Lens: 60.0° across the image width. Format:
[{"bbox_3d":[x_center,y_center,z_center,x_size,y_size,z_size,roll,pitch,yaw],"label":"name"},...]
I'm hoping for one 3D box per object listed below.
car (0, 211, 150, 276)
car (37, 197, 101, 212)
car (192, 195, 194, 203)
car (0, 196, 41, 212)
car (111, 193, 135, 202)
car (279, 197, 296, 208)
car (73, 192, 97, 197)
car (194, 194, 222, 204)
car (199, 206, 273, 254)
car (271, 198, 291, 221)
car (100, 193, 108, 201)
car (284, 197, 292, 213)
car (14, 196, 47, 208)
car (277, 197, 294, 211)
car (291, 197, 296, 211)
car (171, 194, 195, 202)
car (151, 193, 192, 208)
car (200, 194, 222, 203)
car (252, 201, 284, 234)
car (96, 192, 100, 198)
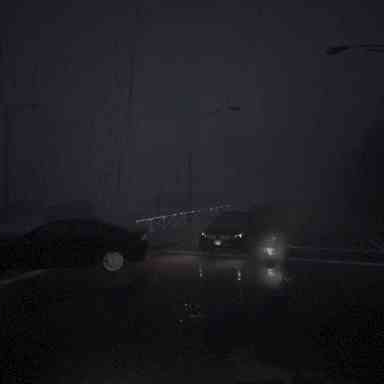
[{"bbox_3d":[-3.757,1.475,9.795,5.008,1.535,1.882,0,0,-11],"label":"car"},{"bbox_3d":[-8.926,1.356,24.184,3.633,1.501,1.845,0,0,19],"label":"car"},{"bbox_3d":[-2.234,1.053,44.606,3.866,1.878,1.905,0,0,19],"label":"car"},{"bbox_3d":[-14.984,1.356,29.404,3.806,1.475,1.970,0,0,19],"label":"car"},{"bbox_3d":[-13.529,1.047,65.306,4.605,1.855,1.932,0,0,19],"label":"car"},{"bbox_3d":[13.746,1.470,47.567,2.128,1.511,4.902,0,0,19],"label":"car"},{"bbox_3d":[-18.232,1.249,53.750,4.514,1.523,2.007,0,0,19],"label":"car"},{"bbox_3d":[1.904,1.127,56.713,5.027,1.636,2.152,0,0,19],"label":"car"},{"bbox_3d":[1.881,1.514,13.826,1.812,1.442,4.674,0,0,25],"label":"car"},{"bbox_3d":[5.983,1.476,24.864,2.128,1.511,4.902,0,0,19],"label":"car"},{"bbox_3d":[-19.911,1.015,70.961,3.866,1.878,1.905,0,0,19],"label":"car"},{"bbox_3d":[7.883,1.488,30.420,1.837,1.490,4.892,0,0,19],"label":"car"},{"bbox_3d":[-21.505,1.273,44.308,3.633,1.501,1.845,0,0,19],"label":"car"},{"bbox_3d":[11.842,1.485,41.999,1.837,1.490,4.892,0,0,19],"label":"car"},{"bbox_3d":[9.947,1.545,36.450,1.994,1.385,4.181,0,0,19],"label":"car"},{"bbox_3d":[-1.811,1.259,68.636,4.514,1.523,2.007,0,0,19],"label":"car"},{"bbox_3d":[-2.784,1.075,41.723,4.605,1.855,1.932,0,0,19],"label":"car"},{"bbox_3d":[3.674,1.204,62.890,3.806,1.475,1.970,0,0,19],"label":"car"},{"bbox_3d":[4.049,1.490,19.226,1.837,1.490,4.892,0,0,19],"label":"car"},{"bbox_3d":[-21.565,1.299,68.014,3.806,1.475,1.970,0,0,19],"label":"car"}]
